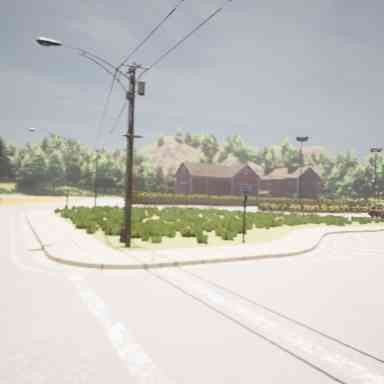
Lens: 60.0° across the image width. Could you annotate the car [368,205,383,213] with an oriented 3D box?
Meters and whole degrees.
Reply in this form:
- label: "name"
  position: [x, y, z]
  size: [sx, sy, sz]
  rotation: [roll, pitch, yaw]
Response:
- label: "car"
  position: [24.346, 2.475, 41.232]
  size: [1.932, 1.855, 4.605]
  rotation: [2, 0, -29]
